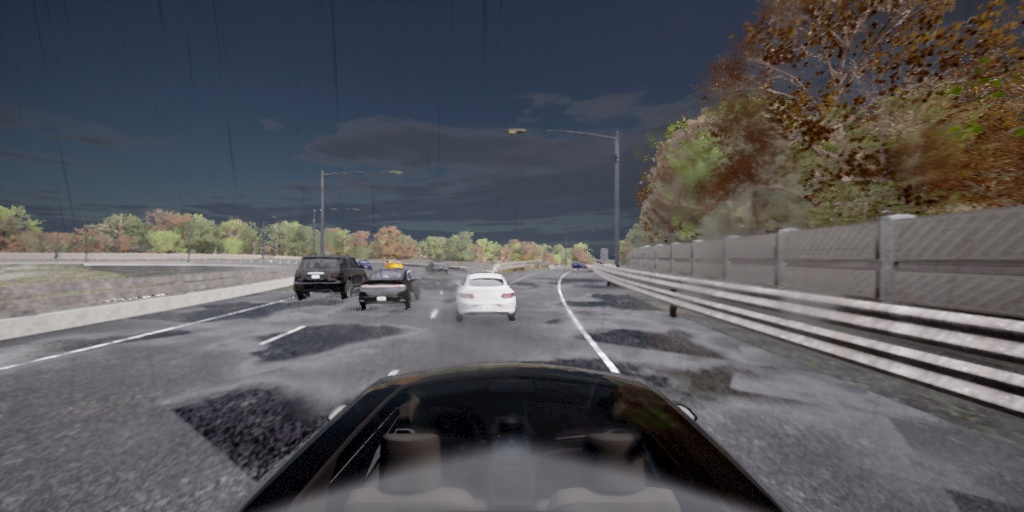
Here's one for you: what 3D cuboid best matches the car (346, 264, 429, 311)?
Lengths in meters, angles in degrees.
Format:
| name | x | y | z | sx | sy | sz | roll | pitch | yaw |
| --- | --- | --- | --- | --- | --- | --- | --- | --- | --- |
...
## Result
| name | x | y | z | sx | sy | sz | roll | pitch | yaw |
| --- | --- | --- | --- | --- | --- | --- | --- | --- | --- |
| car | -4.823 | 1.250 | 14.681 | 2.128 | 1.511 | 4.902 | 0 | 0 | -8 |

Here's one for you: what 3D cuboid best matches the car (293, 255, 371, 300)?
| name | x | y | z | sx | sy | sz | roll | pitch | yaw |
| --- | --- | --- | --- | --- | --- | --- | --- | --- | --- |
| car | -8.888 | 0.984 | 17.997 | 2.150 | 2.045 | 5.566 | 0 | 0 | -10 |

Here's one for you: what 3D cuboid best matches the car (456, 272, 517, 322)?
| name | x | y | z | sx | sy | sz | roll | pitch | yaw |
| --- | --- | --- | --- | --- | --- | --- | --- | --- | --- |
| car | -0.949 | 1.282 | 12.356 | 1.812 | 1.442 | 4.674 | 0 | 0 | -7 |

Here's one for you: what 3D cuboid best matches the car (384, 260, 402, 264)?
| name | x | y | z | sx | sy | sz | roll | pitch | yaw |
| --- | --- | --- | --- | --- | --- | --- | --- | --- | --- |
| car | -16.652 | 1.260 | 50.145 | 1.882 | 1.535 | 5.008 | 0 | 0 | -28 |

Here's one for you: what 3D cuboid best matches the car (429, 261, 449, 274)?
| name | x | y | z | sx | sy | sz | roll | pitch | yaw |
| --- | --- | --- | --- | --- | --- | --- | --- | --- | --- |
| car | -8.762 | 1.322 | 41.843 | 2.033 | 1.411 | 5.357 | 0 | 0 | -23 |

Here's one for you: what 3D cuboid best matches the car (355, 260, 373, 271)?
| name | x | y | z | sx | sy | sz | roll | pitch | yaw |
| --- | --- | --- | --- | --- | --- | --- | --- | --- | --- |
| car | -21.260 | 1.310 | 51.243 | 1.812 | 1.442 | 4.674 | 0 | 0 | -30 |
